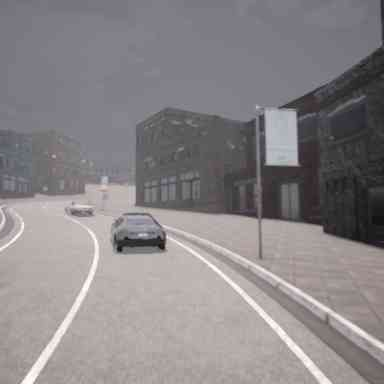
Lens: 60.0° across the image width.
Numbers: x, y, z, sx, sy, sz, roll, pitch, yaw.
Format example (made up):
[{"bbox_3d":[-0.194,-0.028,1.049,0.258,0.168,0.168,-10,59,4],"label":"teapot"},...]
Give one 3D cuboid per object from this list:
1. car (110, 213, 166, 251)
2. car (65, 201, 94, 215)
[{"bbox_3d":[-2.410,1.572,14.375,1.994,1.385,4.181,1,0,-17],"label":"car"},{"bbox_3d":[-11.052,1.520,32.336,1.895,1.301,4.718,2,-1,-31],"label":"car"}]
